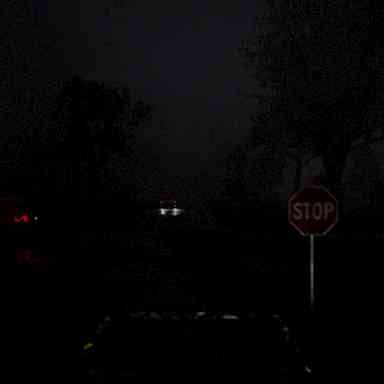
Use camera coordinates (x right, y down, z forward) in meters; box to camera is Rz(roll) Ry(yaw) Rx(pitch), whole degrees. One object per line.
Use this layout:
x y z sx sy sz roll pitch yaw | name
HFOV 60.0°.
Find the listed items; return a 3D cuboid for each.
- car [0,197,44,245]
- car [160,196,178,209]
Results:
-9.604 1.293 14.855 5.566 2.045 2.150 -1 3 1 | car
-2.964 1.286 43.919 2.097 1.767 4.553 0 0 0 | car
